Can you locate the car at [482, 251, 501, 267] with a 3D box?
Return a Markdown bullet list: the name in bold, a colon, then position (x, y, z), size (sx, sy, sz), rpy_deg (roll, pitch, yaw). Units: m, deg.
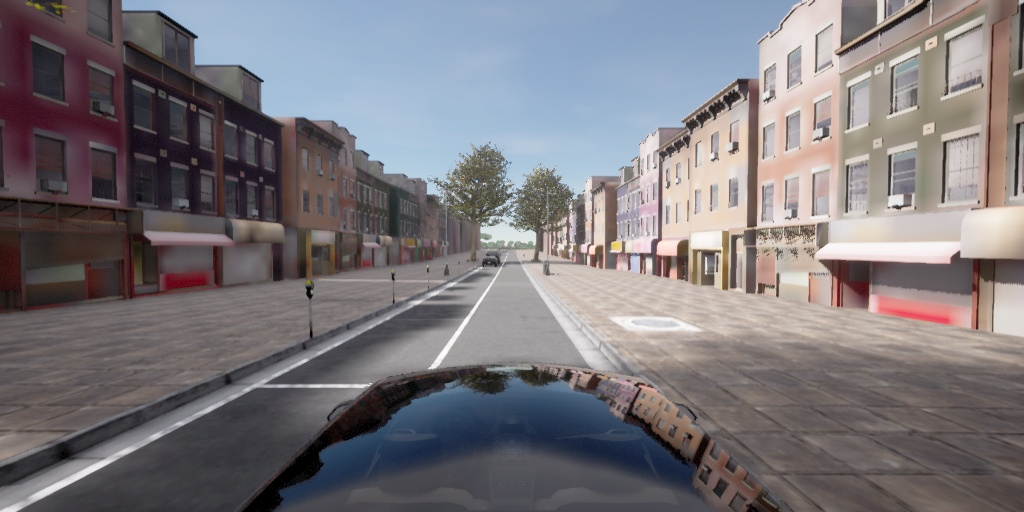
- **car**: position (-2.980, 0.422, 49.654), size (2.150, 2.045, 5.566), rpy_deg (0, 1, 0)
